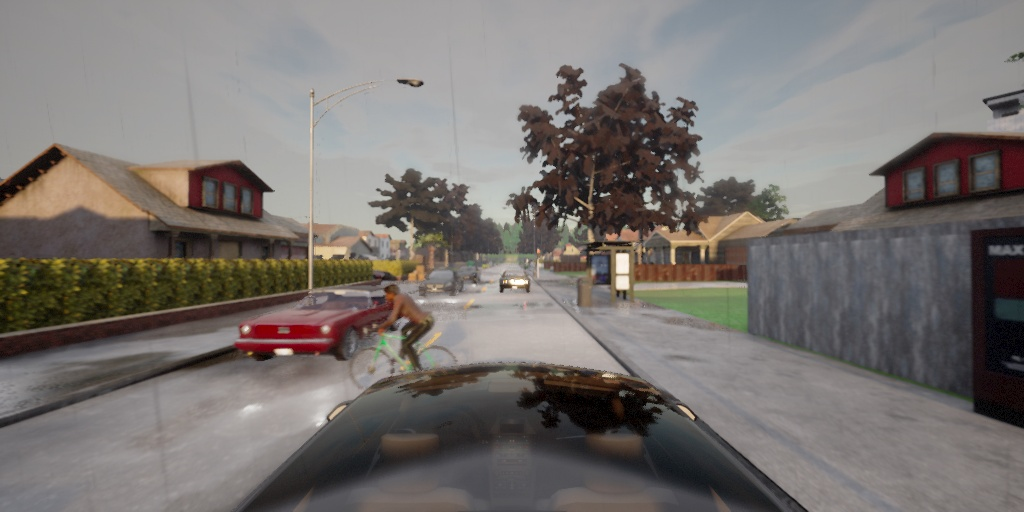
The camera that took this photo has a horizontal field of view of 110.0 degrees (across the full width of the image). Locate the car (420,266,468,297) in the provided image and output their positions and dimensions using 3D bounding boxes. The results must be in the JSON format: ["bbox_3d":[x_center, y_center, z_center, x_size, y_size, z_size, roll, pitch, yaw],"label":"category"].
[{"bbox_3d":[-3.956,1.501,20.803,1.812,1.442,4.674,0,-1,1],"label":"car"}]

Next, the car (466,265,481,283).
[{"bbox_3d":[-3.905,1.618,32.392,1.837,1.490,4.892,0,-1,1],"label":"car"}]

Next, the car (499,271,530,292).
[{"bbox_3d":[0.181,1.611,23.666,1.895,1.301,4.718,0,-1,0],"label":"car"}]

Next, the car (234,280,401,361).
[{"bbox_3d":[-4.079,1.432,8.627,1.895,1.301,4.718,0,-1,0],"label":"car"}]

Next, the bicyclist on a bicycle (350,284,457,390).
[{"bbox_3d":[-1.645,1.245,5.413,1.656,1.620,0.582,-1,-1,0],"label":"bicyclist on a bicycle"}]
